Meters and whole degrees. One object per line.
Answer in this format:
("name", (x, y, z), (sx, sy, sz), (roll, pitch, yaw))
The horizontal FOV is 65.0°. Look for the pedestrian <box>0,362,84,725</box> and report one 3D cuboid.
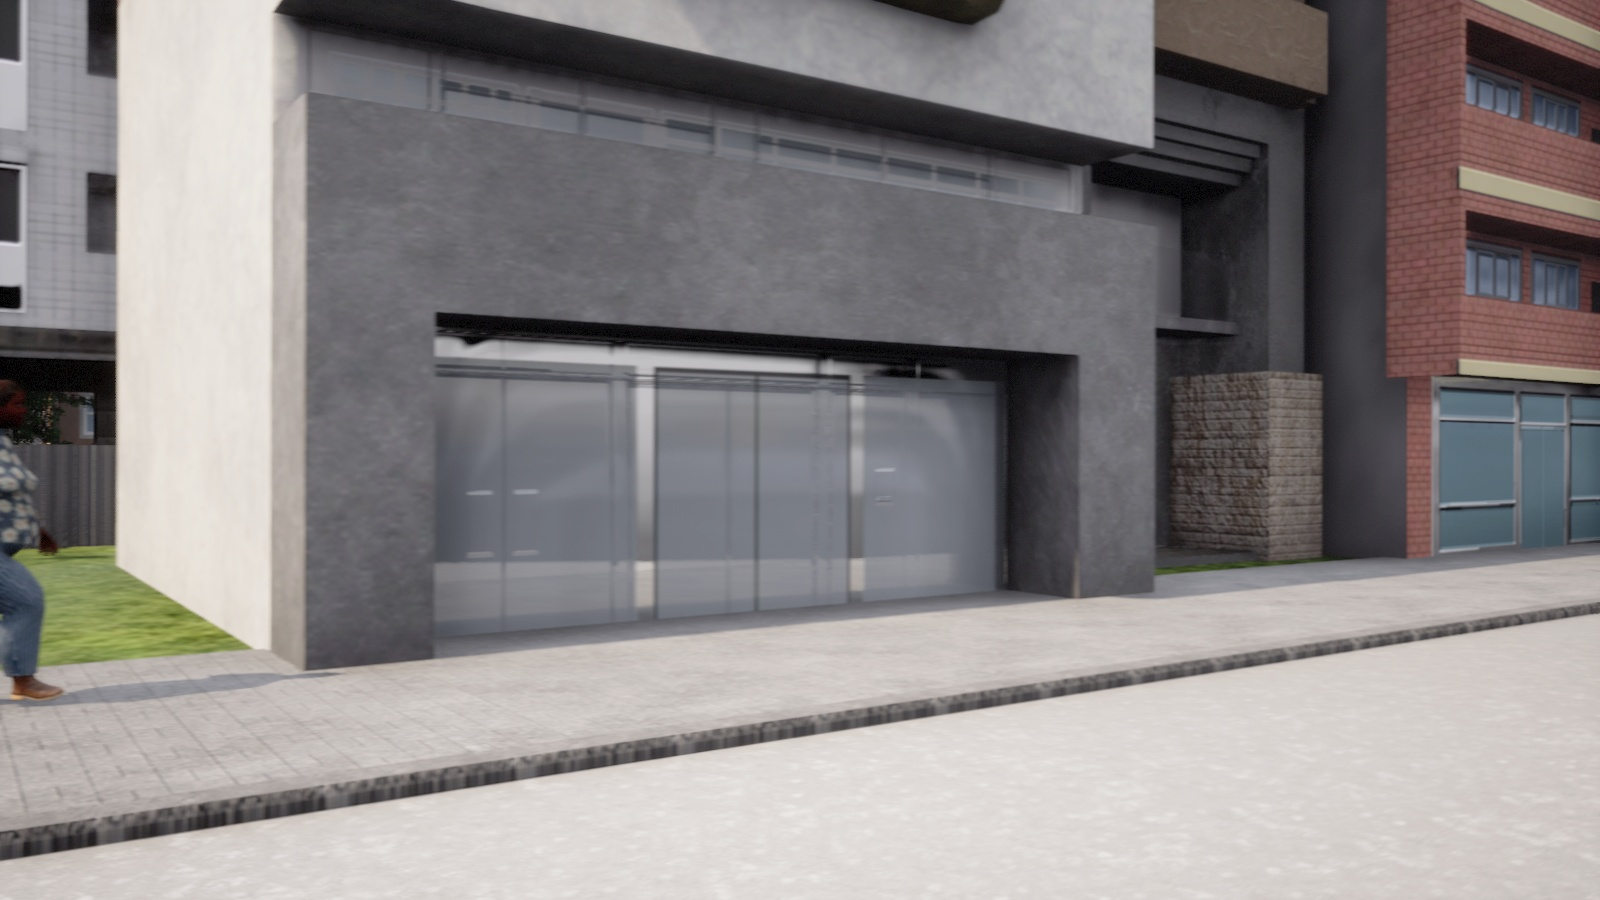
("pedestrian", (-4.462, 0.480, 6.764), (0.900, 1.855, 0.874), (0, 0, -18))
